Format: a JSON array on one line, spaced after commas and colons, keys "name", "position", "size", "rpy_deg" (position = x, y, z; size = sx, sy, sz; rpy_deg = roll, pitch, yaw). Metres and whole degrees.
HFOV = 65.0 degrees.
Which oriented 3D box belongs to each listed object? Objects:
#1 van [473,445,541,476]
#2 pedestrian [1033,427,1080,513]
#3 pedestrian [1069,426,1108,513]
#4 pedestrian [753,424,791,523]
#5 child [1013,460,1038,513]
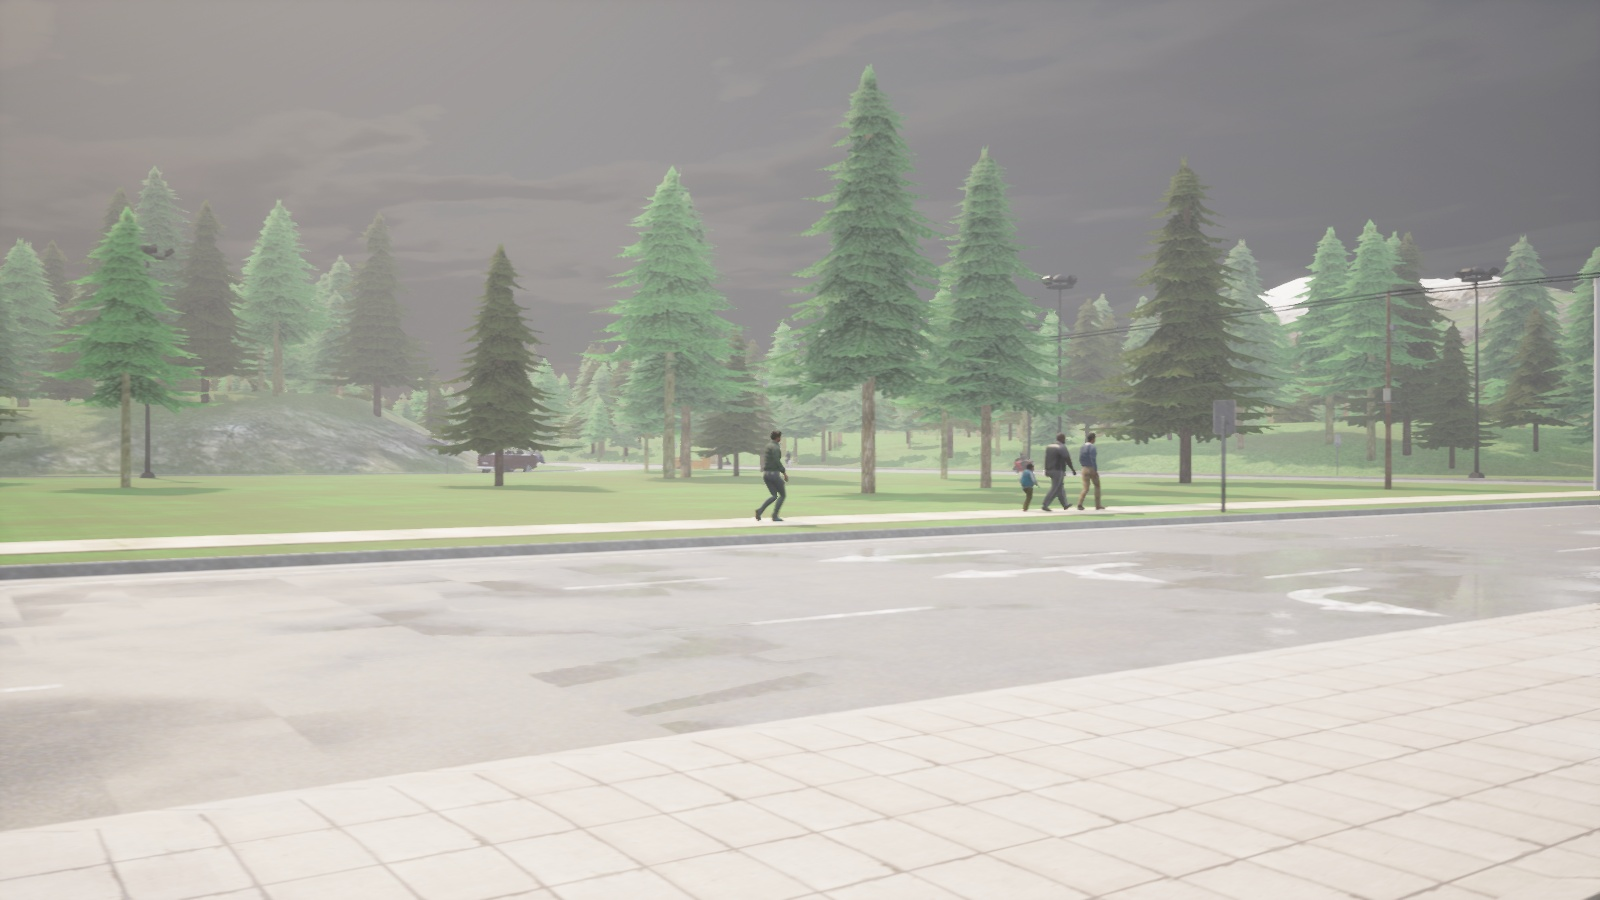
[{"name": "van", "position": [-20.053, 0.718, 86.099], "size": [2.069, 2.038, 4.480], "rpy_deg": [0, 0, 29]}, {"name": "pedestrian", "position": [5.731, 0.439, 28.070], "size": [0.849, 1.883, 0.563], "rpy_deg": [0, 0, -24]}, {"name": "pedestrian", "position": [6.591, 0.439, 28.697], "size": [0.788, 1.949, 0.423], "rpy_deg": [0, 0, -30]}, {"name": "pedestrian", "position": [-0.533, 0.442, 23.759], "size": [0.614, 1.847, 0.353], "rpy_deg": [0, 0, -32]}, {"name": "child", "position": [5.113, 0.822, 28.452], "size": [0.448, 1.192, 0.343], "rpy_deg": [0, 0, -35]}]
